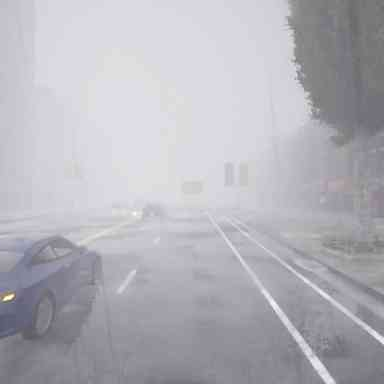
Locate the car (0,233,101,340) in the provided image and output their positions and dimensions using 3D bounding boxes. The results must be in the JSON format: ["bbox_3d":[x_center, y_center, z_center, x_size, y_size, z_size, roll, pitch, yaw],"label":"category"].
[{"bbox_3d":[-3.151,1.512,6.383,1.812,1.442,4.674,0,0,0],"label":"car"}]

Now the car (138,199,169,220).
[{"bbox_3d":[-3.152,1.530,28.650,1.837,1.490,4.892,0,0,0],"label":"car"}]

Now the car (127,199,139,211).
[{"bbox_3d":[-6.584,1.613,42.951,2.128,1.511,4.902,0,-1,0],"label":"car"}]

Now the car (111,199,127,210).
[{"bbox_3d":[-9.829,1.719,46.186,1.994,1.385,4.181,0,-1,0],"label":"car"}]

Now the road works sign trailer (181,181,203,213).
[{"bbox_3d":[-0.002,0.541,37.786,2.380,3.560,2.880,0,0,0],"label":"road works sign trailer"}]
